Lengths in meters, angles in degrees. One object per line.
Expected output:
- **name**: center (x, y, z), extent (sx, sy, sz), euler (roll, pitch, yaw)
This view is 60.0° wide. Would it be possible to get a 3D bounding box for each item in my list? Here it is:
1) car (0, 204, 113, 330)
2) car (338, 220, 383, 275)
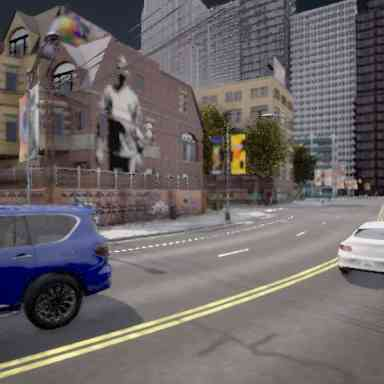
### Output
- **car**: center (-4.112, 1.264, 5.445), extent (5.566, 2.045, 2.150), euler (0, 0, -37)
- **car**: center (5.729, 1.547, 9.601), extent (1.812, 1.442, 4.674), euler (0, 0, 42)
